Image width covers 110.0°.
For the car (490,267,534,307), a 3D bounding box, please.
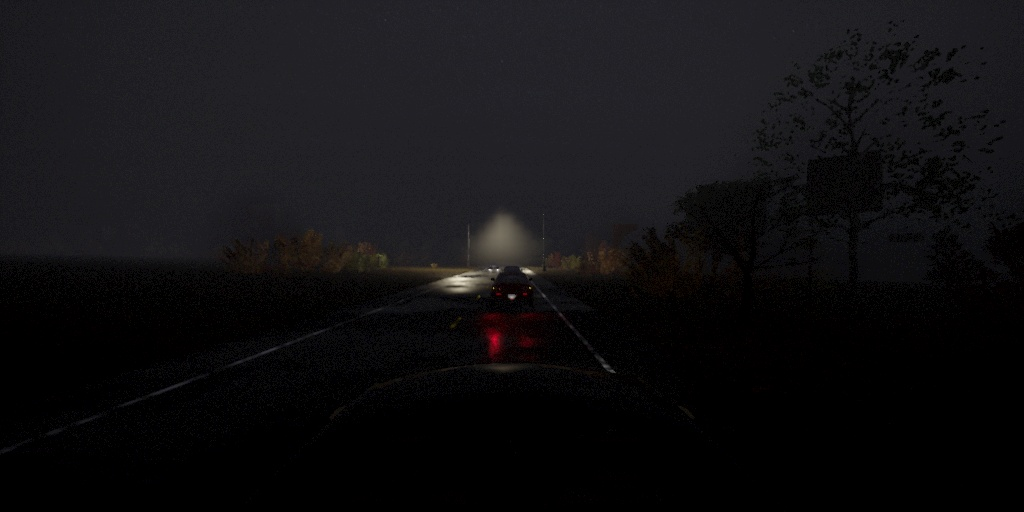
[{"bbox_3d":[-0.001,1.411,16.224,1.812,1.442,4.674,0,0,0],"label":"car"}]
